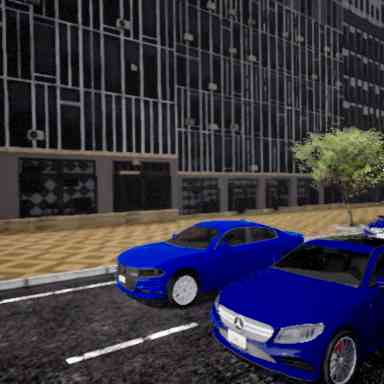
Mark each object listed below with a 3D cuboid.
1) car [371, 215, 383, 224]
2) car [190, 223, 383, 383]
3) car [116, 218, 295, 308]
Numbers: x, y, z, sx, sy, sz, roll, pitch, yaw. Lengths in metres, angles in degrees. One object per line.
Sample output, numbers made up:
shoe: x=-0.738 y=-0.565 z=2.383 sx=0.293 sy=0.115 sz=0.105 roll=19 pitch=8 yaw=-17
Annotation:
car: x=9.126 y=1.400 z=14.049 sx=4.674 sy=1.442 sz=1.812 roll=-1 pitch=0 yaw=-35
car: x=2.441 y=1.486 z=5.328 sx=4.674 sy=1.442 sz=1.812 roll=-1 pitch=0 yaw=-35
car: x=0.657 y=1.437 z=8.042 sx=5.008 sy=1.535 sz=1.882 roll=0 pitch=0 yaw=-35
